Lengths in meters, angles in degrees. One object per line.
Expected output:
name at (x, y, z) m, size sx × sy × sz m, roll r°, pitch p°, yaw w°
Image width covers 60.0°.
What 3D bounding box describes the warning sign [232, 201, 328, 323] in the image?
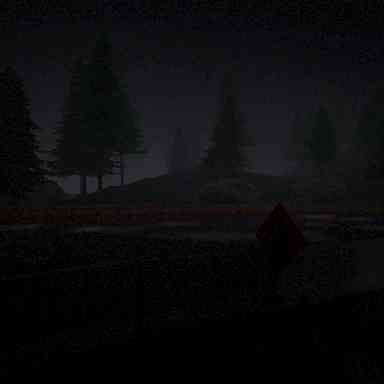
warning sign at (1.548, 1.117, 5.996) m, size 1.060 × 1.860 × 1.300 m, roll 1°, pitch 0°, yaw -30°
